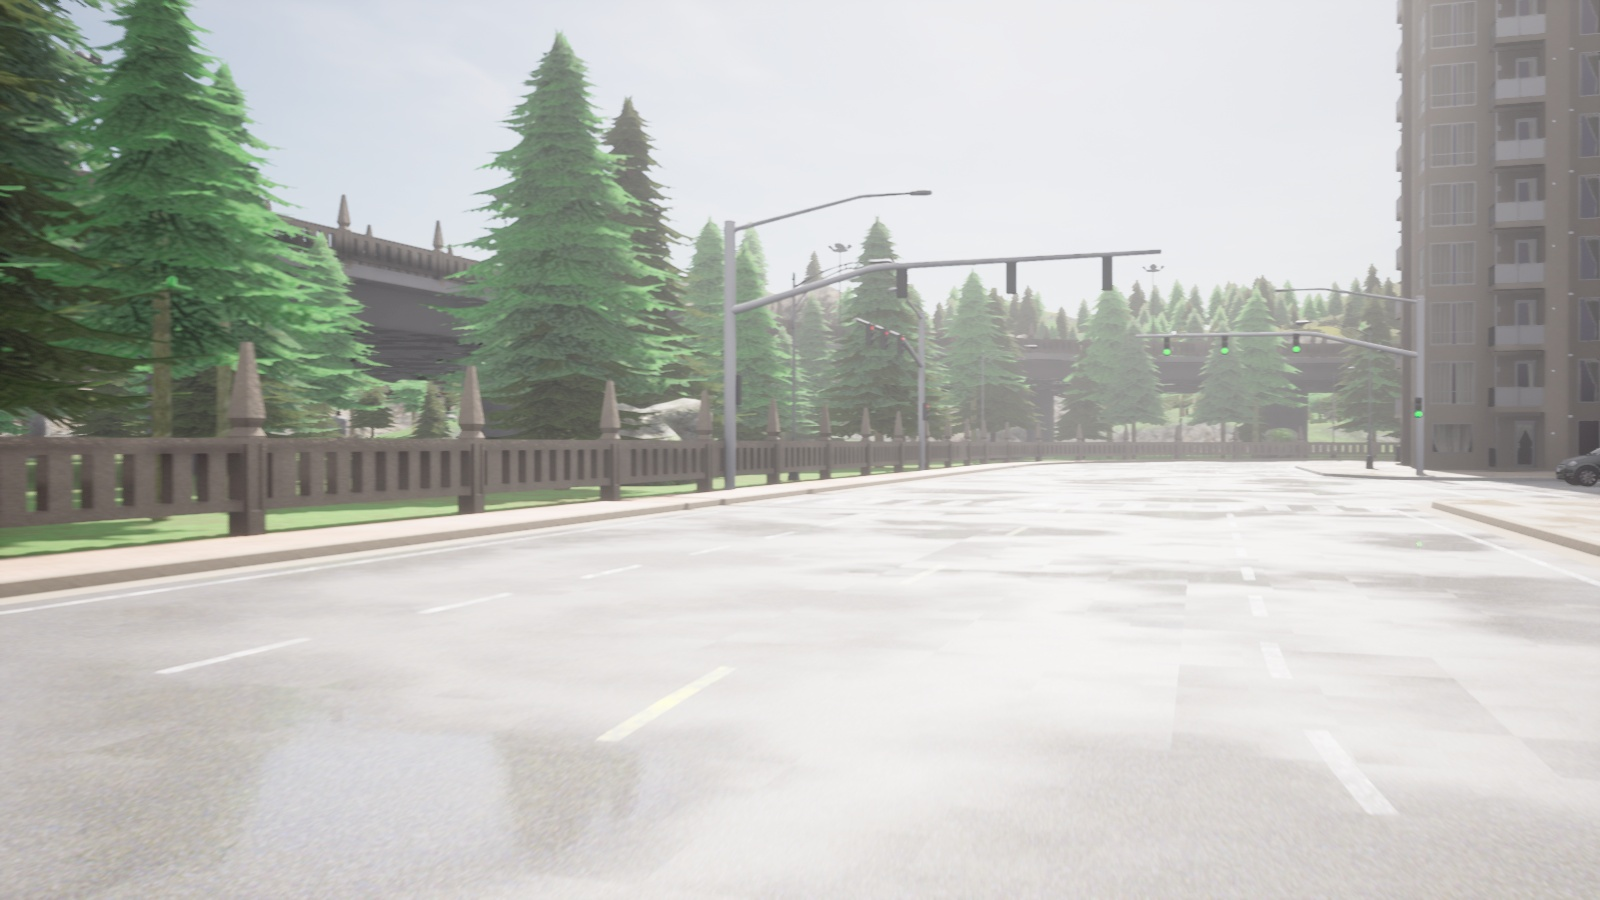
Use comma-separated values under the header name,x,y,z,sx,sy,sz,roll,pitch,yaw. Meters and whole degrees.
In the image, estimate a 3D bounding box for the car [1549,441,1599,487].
name,x,y,z,sx,sy,sz,roll,pitch,yaw
car,29.371,0.500,45.044,3.988,1.617,1.851,0,0,17
